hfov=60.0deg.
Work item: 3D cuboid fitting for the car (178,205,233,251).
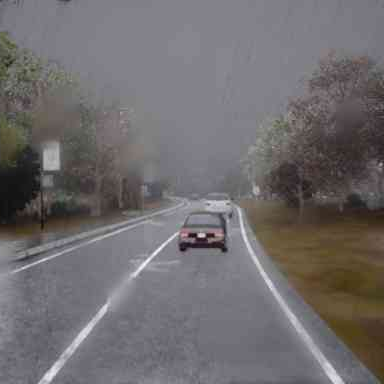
[{"bbox_3d":[0.565,1.513,13.845,2.033,1.411,5.357,0,0,6],"label":"car"}]

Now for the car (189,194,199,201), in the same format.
[{"bbox_3d":[0.391,1.209,71.506,2.033,1.411,5.357,0,0,-6],"label":"car"}]

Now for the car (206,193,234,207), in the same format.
[{"bbox_3d":[2.412,1.100,28.731,2.150,2.045,5.566,-1,0,8],"label":"car"}]
